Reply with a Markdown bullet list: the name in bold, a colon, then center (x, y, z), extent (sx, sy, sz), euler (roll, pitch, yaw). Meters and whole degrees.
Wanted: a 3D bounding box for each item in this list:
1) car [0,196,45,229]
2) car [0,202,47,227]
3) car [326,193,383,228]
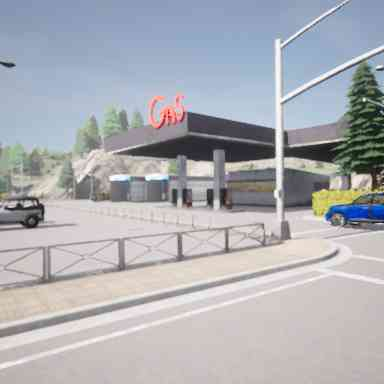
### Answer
- **car**: center (-10.774, 1.226, 19.678), extent (3.866, 1.878, 1.905), euler (-1, 1, -36)
- **car**: center (-12.212, 1.500, 22.737), extent (3.806, 1.475, 1.970), euler (-1, 1, -36)
- **car**: center (10.447, 1.061, 18.773), extent (2.150, 2.045, 5.566), euler (-1, -1, -35)
